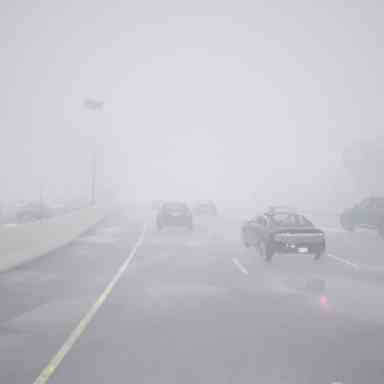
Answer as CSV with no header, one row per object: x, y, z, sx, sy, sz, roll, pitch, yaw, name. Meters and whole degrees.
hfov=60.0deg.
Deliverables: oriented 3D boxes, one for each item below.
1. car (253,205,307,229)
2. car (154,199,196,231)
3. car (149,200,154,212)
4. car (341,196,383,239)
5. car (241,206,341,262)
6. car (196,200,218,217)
5.734,1.590,22.350,1.895,1.301,4.718,0,0,-6,car
-1.182,1.355,20.994,2.097,1.767,4.553,0,0,-6,car
-3.966,1.557,39.241,2.033,1.411,5.357,0,0,-11,car
9.788,1.201,16.827,2.150,2.045,5.566,0,0,-5,car
3.101,1.485,12.149,2.128,1.511,4.902,0,0,-4,car
1.065,1.490,30.754,2.128,1.511,4.902,0,0,-9,car
